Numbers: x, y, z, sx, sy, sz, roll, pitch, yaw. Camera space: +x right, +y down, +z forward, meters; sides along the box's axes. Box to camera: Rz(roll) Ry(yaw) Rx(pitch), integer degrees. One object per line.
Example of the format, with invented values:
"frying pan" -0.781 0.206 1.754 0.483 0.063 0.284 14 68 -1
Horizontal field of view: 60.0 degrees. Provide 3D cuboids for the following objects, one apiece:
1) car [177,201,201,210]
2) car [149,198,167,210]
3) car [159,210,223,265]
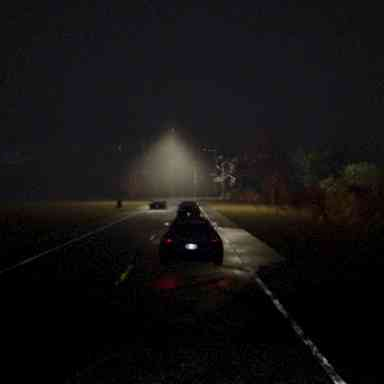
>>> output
"car" -0.275 1.472 27.428 1.812 1.442 4.674 0 0 -1
"car" -4.158 1.482 41.303 1.994 1.385 4.181 0 0 -1
"car" -0.037 1.542 11.612 1.994 1.385 4.181 0 0 -1
